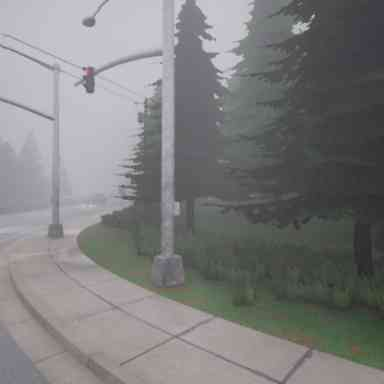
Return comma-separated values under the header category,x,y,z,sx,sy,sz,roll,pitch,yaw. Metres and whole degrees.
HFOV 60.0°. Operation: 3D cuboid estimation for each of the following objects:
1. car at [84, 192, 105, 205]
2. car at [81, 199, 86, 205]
category,x,y,z,sx,sy,sz,roll,pitch,yaw
car,-15.816,0.972,56.378,1.511,2.128,4.902,-45,-9,4
car,-17.289,1.412,56.751,2.033,1.411,5.357,0,0,-3
